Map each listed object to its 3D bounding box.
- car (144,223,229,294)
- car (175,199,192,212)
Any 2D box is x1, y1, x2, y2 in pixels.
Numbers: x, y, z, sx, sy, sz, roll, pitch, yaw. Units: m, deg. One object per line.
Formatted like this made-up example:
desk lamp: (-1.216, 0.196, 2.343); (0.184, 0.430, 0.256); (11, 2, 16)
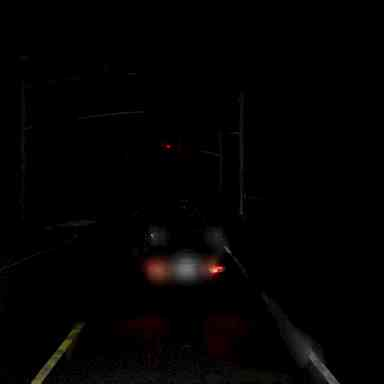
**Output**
car: (-0.167, 1.547, 8.918); (2.033, 1.411, 5.357); (0, 0, -1)
car: (-0.977, 1.525, 38.866); (1.812, 1.442, 4.674); (0, 0, -3)
